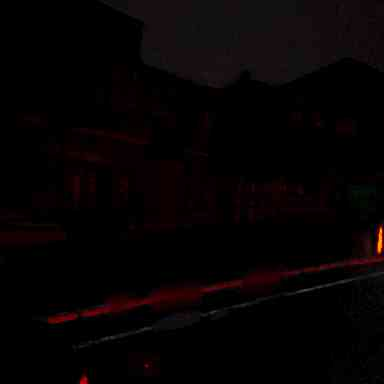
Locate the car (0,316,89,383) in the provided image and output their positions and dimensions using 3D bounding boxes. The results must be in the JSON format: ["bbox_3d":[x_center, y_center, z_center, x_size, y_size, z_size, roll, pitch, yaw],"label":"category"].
[{"bbox_3d":[-2.751,1.554,1.901,4.181,1.385,1.994,0,0,-35],"label":"car"}]
